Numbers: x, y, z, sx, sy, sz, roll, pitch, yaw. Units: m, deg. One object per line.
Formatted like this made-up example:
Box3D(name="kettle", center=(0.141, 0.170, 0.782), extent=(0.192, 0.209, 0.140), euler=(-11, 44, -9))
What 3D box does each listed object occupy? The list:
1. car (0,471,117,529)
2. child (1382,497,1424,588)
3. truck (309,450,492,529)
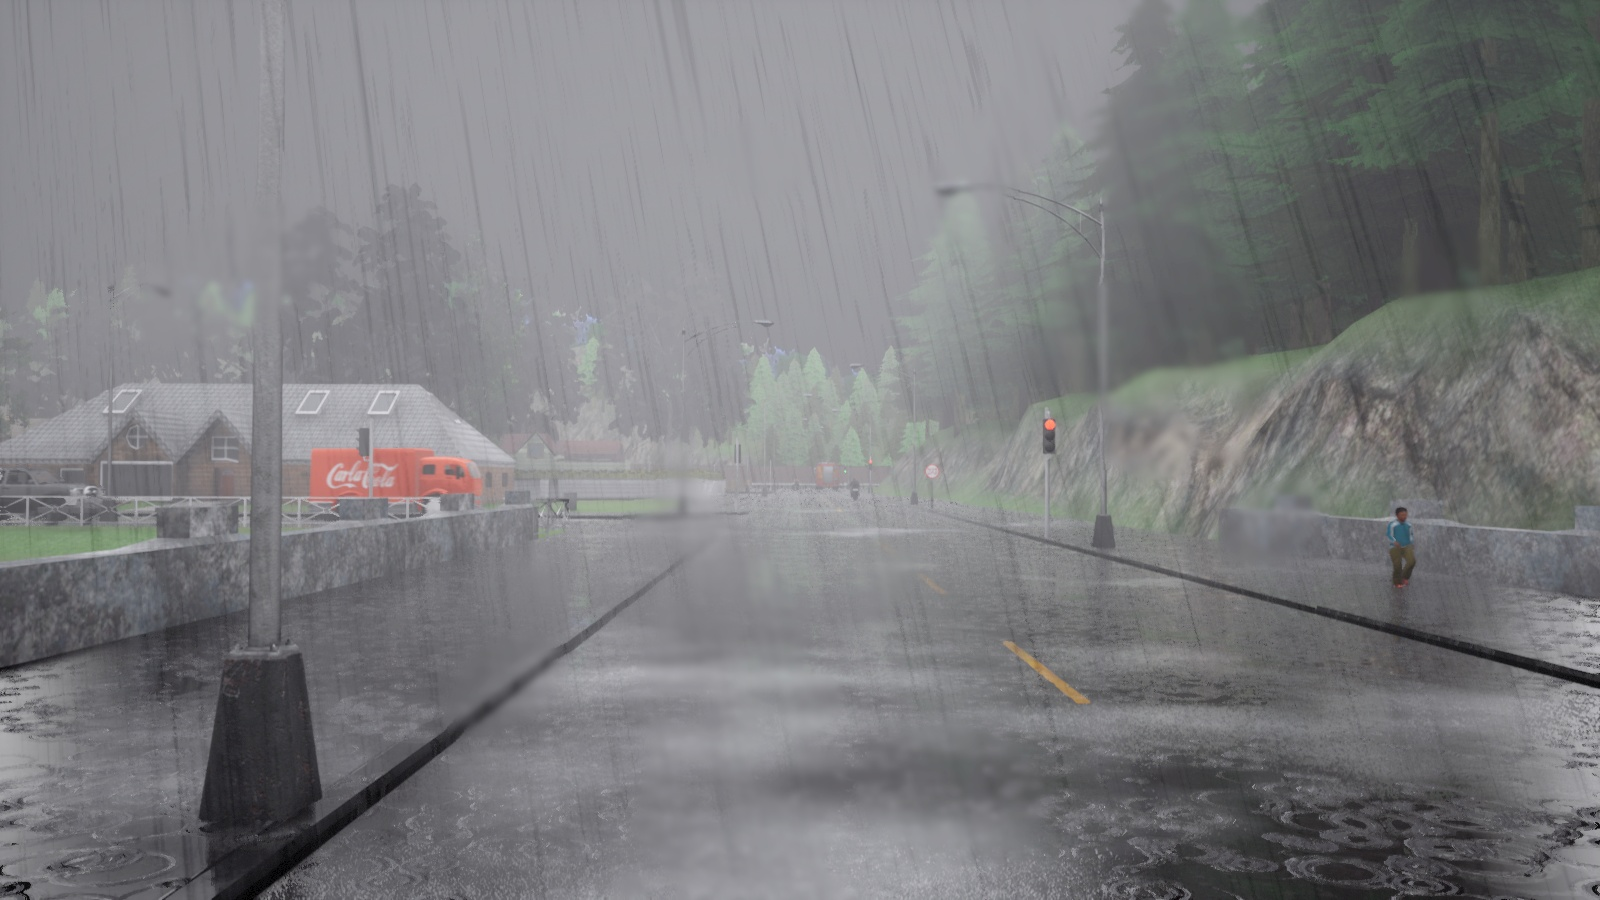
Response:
Box3D(name="car", center=(-25.224, 1.614, 41.150), extent=(4.605, 1.855, 1.932), euler=(0, -1, 0))
Box3D(name="child", center=(8.129, 1.239, 16.945), extent=(0.343, 1.192, 0.448), euler=(0, -1, 1))
Box3D(name="truck", center=(-13.014, 1.263, 41.218), extent=(5.204, 2.467, 2.627), euler=(0, -1, -1))
